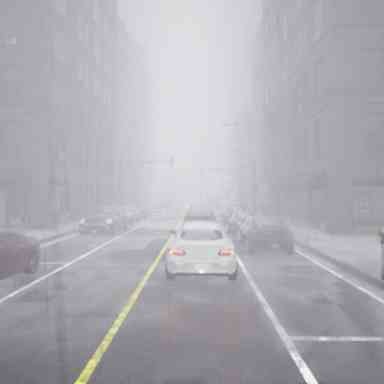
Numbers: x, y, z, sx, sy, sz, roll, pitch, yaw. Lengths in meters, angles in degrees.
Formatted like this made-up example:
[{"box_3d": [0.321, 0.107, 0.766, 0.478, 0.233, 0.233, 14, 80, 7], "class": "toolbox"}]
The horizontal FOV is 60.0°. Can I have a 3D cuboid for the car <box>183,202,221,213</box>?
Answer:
[{"box_3d": [0.479, 1.586, 19.895, 1.882, 1.535, 5.008, 0, 0, 1], "class": "car"}]

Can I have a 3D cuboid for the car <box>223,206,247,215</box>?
[{"box_3d": [2.996, 1.686, 19.060, 1.802, 1.307, 4.206, 0, 0, 1], "class": "car"}]

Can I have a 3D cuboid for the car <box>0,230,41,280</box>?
[{"box_3d": [-5.250, 1.625, 8.179, 1.802, 1.307, 4.206, 0, 0, 1], "class": "car"}]

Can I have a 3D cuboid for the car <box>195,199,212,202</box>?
[{"box_3d": [0.571, 1.638, 29.646, 1.882, 1.535, 5.008, 0, 0, 1], "class": "car"}]

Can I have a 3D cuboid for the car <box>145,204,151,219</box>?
[{"box_3d": [-4.806, 1.713, 30.248, 2.008, 1.369, 4.403, 0, 0, 1], "class": "car"}]

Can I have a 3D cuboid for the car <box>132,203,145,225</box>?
[{"box_3d": [-4.920, 1.657, 24.561, 1.752, 1.417, 4.829, 0, 0, 1], "class": "car"}]

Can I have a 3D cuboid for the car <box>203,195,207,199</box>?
[{"box_3d": [4.219, 2.007, 79.891, 1.802, 1.307, 4.206, 0, 0, 1], "class": "car"}]

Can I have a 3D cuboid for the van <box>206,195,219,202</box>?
[{"box_3d": [3.762, 1.649, 57.172, 1.690, 1.788, 3.998, 0, 0, 1], "class": "van"}]

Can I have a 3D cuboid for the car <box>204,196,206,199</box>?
[{"box_3d": [3.991, 1.950, 68.531, 1.802, 1.307, 4.206, 0, 0, 1], "class": "car"}]

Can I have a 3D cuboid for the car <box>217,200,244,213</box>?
[{"box_3d": [3.107, 1.574, 24.579, 1.967, 1.590, 4.097, 0, 0, 1], "class": "car"}]

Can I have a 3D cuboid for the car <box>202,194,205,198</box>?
[{"box_3d": [4.334, 1.767, 85.573, 2.192, 1.841, 5.009, 0, 0, 1], "class": "car"}]

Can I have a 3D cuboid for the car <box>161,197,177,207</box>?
[{"box_3d": [-4.262, 1.857, 57.324, 2.008, 1.369, 4.403, 0, 0, 1], "class": "car"}]

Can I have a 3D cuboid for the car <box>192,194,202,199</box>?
[{"box_3d": [1.731, 1.810, 87.318, 2.097, 1.767, 4.553, 0, 0, 1], "class": "car"}]

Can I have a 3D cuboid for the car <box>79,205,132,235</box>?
[{"box_3d": [-5.028, 1.543, 19.215, 1.967, 1.590, 4.097, 0, 0, 1], "class": "car"}]

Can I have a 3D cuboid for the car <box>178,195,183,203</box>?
[{"box_3d": [-3.808, 1.949, 79.877, 1.752, 1.417, 4.829, 0, 0, 1], "class": "car"}]

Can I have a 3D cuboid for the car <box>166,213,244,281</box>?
[{"box_3d": [0.275, 1.580, 9.937, 1.812, 1.442, 4.674, 0, 0, 1], "class": "car"}]

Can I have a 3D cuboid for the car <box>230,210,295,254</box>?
[{"box_3d": [2.885, 1.625, 13.543, 2.008, 1.369, 4.403, 0, 0, 1], "class": "car"}]
